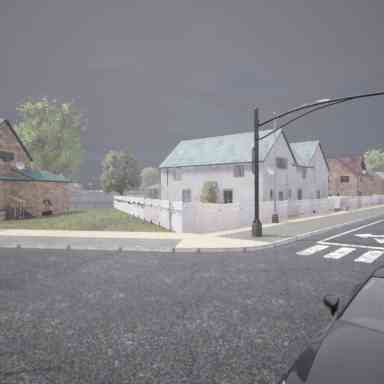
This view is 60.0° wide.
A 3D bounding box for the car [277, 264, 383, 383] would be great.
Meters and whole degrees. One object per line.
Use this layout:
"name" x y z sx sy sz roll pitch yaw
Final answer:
"car" 2.548 1.524 3.442 1.812 1.442 4.674 0 0 42
